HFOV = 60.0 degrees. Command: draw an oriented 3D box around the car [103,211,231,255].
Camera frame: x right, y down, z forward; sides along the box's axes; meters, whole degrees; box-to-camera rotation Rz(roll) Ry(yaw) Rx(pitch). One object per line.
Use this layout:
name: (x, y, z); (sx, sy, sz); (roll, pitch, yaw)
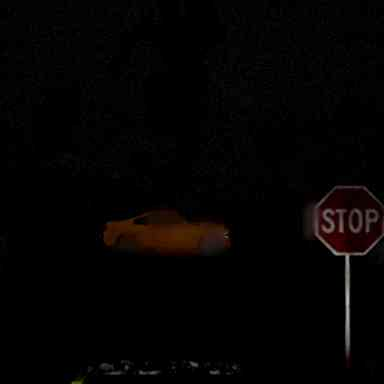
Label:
car: (-0.954, 1.544, 13.214); (5.008, 1.535, 1.882); (1, 0, 0)
